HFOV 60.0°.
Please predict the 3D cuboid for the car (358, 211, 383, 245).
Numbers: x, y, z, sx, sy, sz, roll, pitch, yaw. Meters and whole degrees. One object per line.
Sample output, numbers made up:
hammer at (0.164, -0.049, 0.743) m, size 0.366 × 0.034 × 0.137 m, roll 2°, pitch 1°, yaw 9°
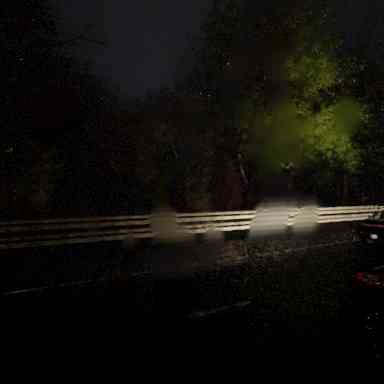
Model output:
car at (9.290, 1.581, 14.806) m, size 4.902 × 1.511 × 2.128 m, roll 0°, pitch 0°, yaw -36°
